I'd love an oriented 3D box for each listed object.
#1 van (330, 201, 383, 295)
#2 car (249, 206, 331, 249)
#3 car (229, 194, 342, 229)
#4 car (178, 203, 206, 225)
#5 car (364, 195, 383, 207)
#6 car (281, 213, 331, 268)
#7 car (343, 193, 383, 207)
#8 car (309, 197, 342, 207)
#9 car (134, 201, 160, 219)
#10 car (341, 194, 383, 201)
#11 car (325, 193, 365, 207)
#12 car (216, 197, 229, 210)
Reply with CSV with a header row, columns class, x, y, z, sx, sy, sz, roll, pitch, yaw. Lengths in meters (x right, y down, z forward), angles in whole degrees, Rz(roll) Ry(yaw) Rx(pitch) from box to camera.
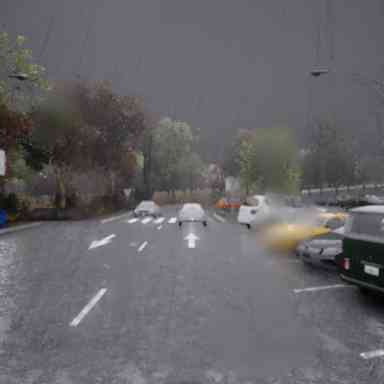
class,x,y,z,sx,sy,sz,roll,pitch,yaw
van,5.475,1.265,7.112,4.442,1.987,1.878,1,0,-20
car,5.176,1.487,13.010,5.366,1.575,1.946,1,0,-20
car,5.355,1.245,19.103,5.566,2.045,2.435,1,0,-20
car,0.004,1.541,23.739,1.812,1.442,4.674,0,-1,0
car,29.940,1.410,52.446,2.185,1.767,4.553,1,-1,-22
car,5.363,1.531,10.069,4.674,1.452,2.002,1,0,-20
car,26.944,1.282,52.313,2.435,2.045,5.566,1,-1,-22
car,20.861,1.560,52.183,2.163,1.488,4.792,0,-1,-21
car,-3.950,1.544,29.866,1.812,1.442,4.674,0,0,2
car,18.292,1.264,35.118,2.435,2.045,5.566,0,1,-21
car,23.884,1.281,52.271,2.435,2.045,5.566,0,-1,-21
car,5.036,1.377,39.001,4.553,1.767,2.097,0,0,-35
